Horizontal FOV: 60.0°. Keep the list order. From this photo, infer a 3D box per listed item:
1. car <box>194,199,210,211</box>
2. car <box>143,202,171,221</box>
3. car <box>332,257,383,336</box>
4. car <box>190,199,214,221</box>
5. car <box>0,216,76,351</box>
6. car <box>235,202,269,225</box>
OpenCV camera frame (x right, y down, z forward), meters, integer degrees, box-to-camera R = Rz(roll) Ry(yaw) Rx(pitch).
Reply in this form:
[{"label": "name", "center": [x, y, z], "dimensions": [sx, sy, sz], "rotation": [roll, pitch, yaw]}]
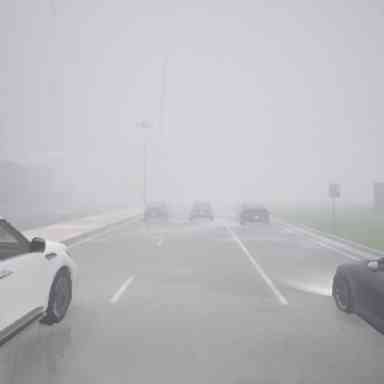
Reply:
[{"label": "car", "center": [1.201, 1.567, 41.235], "dimensions": [1.895, 1.301, 4.718], "rotation": [0, 0, 2]}, {"label": "car", "center": [-2.712, 1.496, 26.662], "dimensions": [1.812, 1.442, 4.674], "rotation": [0, 0, 2]}, {"label": "car", "center": [3.758, 1.567, 4.952], "dimensions": [1.994, 1.385, 4.181], "rotation": [0, 0, 1]}, {"label": "car", "center": [0.798, 1.526, 26.961], "dimensions": [2.033, 1.411, 5.357], "rotation": [0, 0, 2]}, {"label": "car", "center": [-3.303, 1.211, 3.946], "dimensions": [2.150, 2.045, 5.566], "rotation": [0, 0, 1]}, {"label": "car", "center": [4.210, 1.465, 23.797], "dimensions": [1.882, 1.535, 5.008], "rotation": [0, 0, 2]}]
